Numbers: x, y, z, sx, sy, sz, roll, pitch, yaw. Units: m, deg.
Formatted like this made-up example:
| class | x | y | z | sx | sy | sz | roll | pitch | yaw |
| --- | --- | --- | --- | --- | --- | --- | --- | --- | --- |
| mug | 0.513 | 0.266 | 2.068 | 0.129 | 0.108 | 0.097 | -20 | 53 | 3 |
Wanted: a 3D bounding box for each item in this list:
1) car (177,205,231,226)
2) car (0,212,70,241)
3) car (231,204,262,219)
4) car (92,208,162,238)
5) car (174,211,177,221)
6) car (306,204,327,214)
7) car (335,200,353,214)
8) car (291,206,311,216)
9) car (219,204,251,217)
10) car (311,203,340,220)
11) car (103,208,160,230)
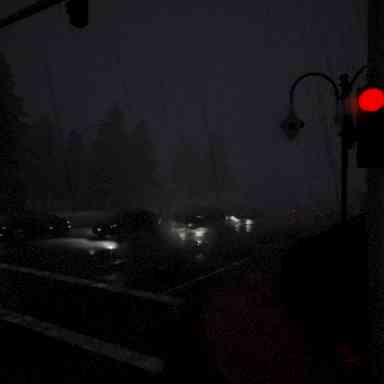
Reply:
| class | x | y | z | sx | sy | sz | roll | pitch | yaw |
| --- | --- | --- | --- | --- | --- | --- | --- | --- | --- |
| car | 1.146 | 1.965 | 28.110 | 1.882 | 1.535 | 5.008 | 0 | -1 | 31 |
| car | -8.871 | 1.821 | 18.316 | 1.994 | 1.385 | 4.181 | 0 | -1 | 32 |
| car | 6.243 | 2.220 | 36.552 | 1.994 | 1.385 | 4.181 | 0 | -1 | 30 |
| car | -3.764 | 1.830 | 19.981 | 1.837 | 1.490 | 4.892 | 0 | -1 | 31 |
| car | 0.134 | 2.032 | 33.201 | 1.882 | 1.535 | 5.008 | 0 | -1 | 31 |
| car | 19.137 | 2.527 | 50.944 | 2.033 | 1.411 | 5.357 | 0 | -1 | 31 |
| car | 22.884 | 2.222 | 50.227 | 2.150 | 2.045 | 5.566 | 0 | -1 | 32 |
| car | 14.229 | 2.417 | 42.717 | 1.895 | 1.301 | 4.718 | 0 | -1 | 32 |
| car | 5.590 | 2.282 | 42.209 | 2.033 | 1.411 | 5.357 | 0 | -1 | 31 |
| car | 14.905 | 2.262 | 36.970 | 1.812 | 1.442 | 4.674 | 0 | -1 | 31 |
| car | -4.514 | 1.965 | 25.504 | 1.994 | 1.385 | 4.181 | 0 | -1 | 31 |
